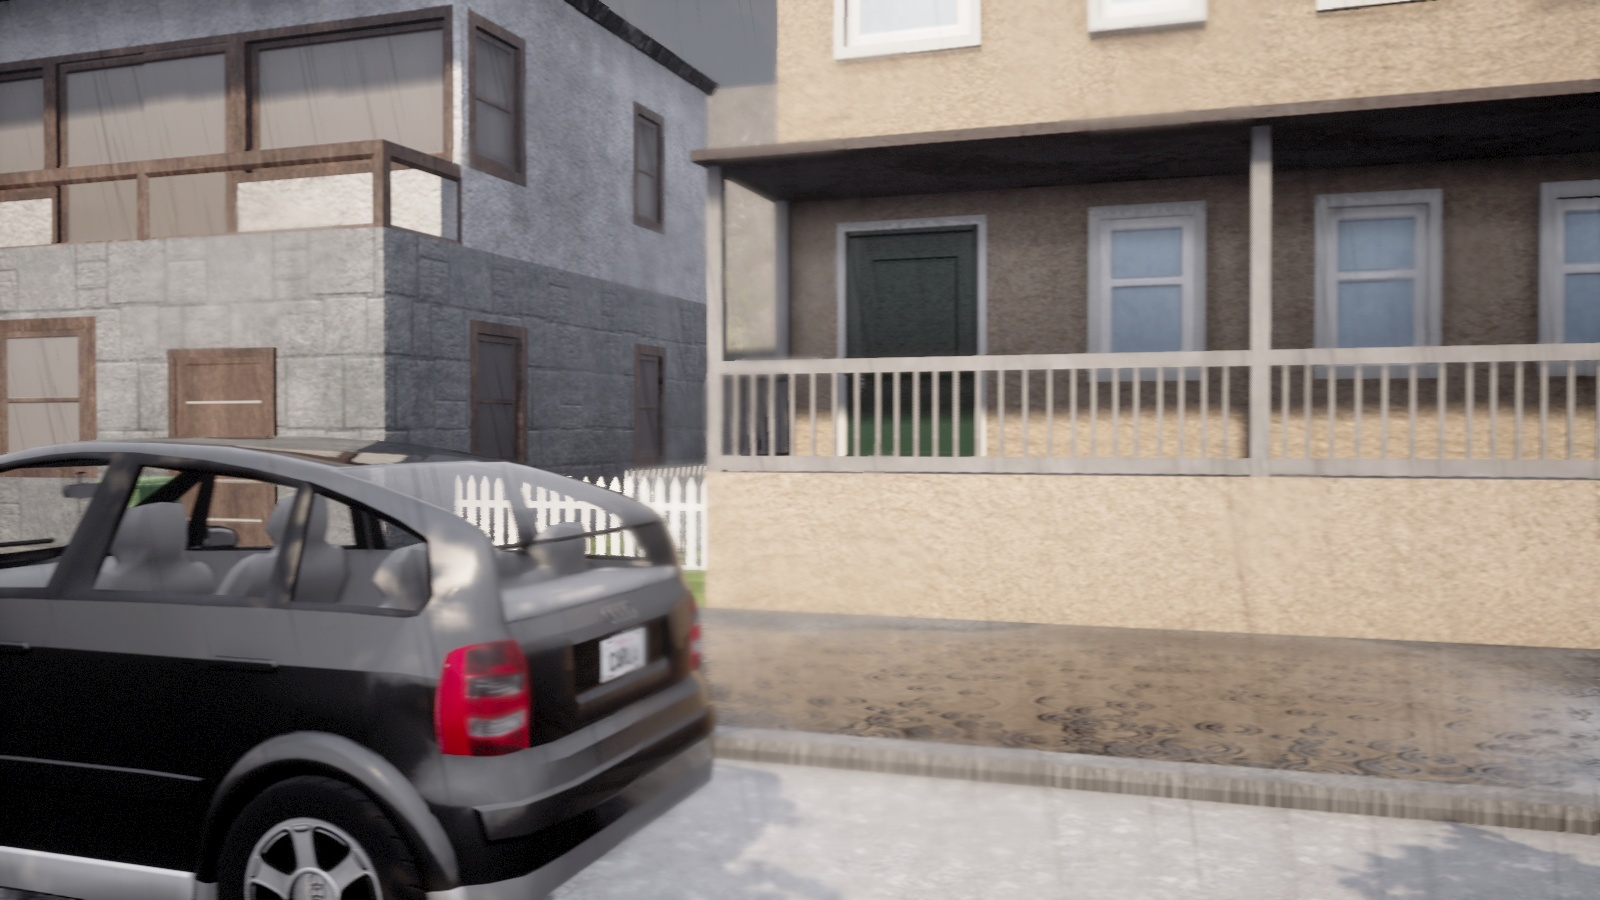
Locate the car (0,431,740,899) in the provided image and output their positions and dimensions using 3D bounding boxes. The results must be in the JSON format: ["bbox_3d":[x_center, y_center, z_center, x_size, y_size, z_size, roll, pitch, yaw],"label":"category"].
[{"bbox_3d":[-2.271,0.718,4.488,3.705,1.549,1.789,1,1,19],"label":"car"}]
